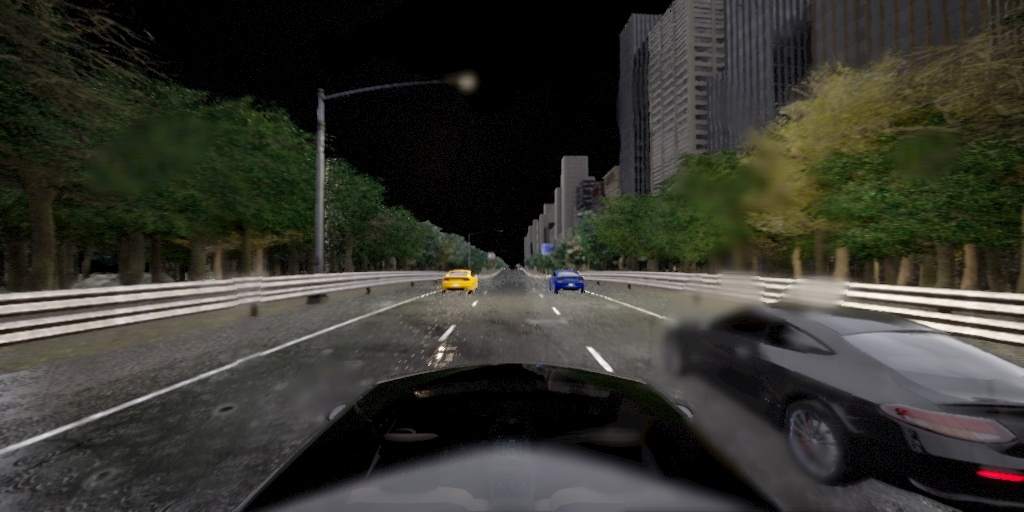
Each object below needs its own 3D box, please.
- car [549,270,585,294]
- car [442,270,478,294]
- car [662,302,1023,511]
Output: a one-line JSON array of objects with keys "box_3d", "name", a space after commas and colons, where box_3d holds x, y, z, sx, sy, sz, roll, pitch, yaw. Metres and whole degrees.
[{"box_3d": [3.591, 1.680, 24.210, 1.882, 1.535, 5.008, 0, -2, 0], "name": "car"}, {"box_3d": [-3.411, 1.679, 24.209, 1.882, 1.535, 5.008, 0, -2, 0], "name": "car"}, {"box_3d": [3.598, 1.302, 4.510, 1.812, 1.442, 4.674, 0, 0, 0], "name": "car"}]
